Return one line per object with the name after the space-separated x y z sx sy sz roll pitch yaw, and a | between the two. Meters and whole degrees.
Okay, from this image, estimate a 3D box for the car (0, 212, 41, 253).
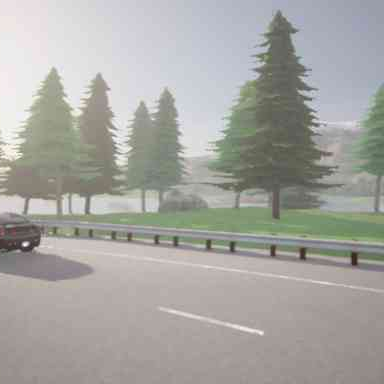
-7.643 1.464 12.034 4.892 1.490 1.837 0 0 26 | car
